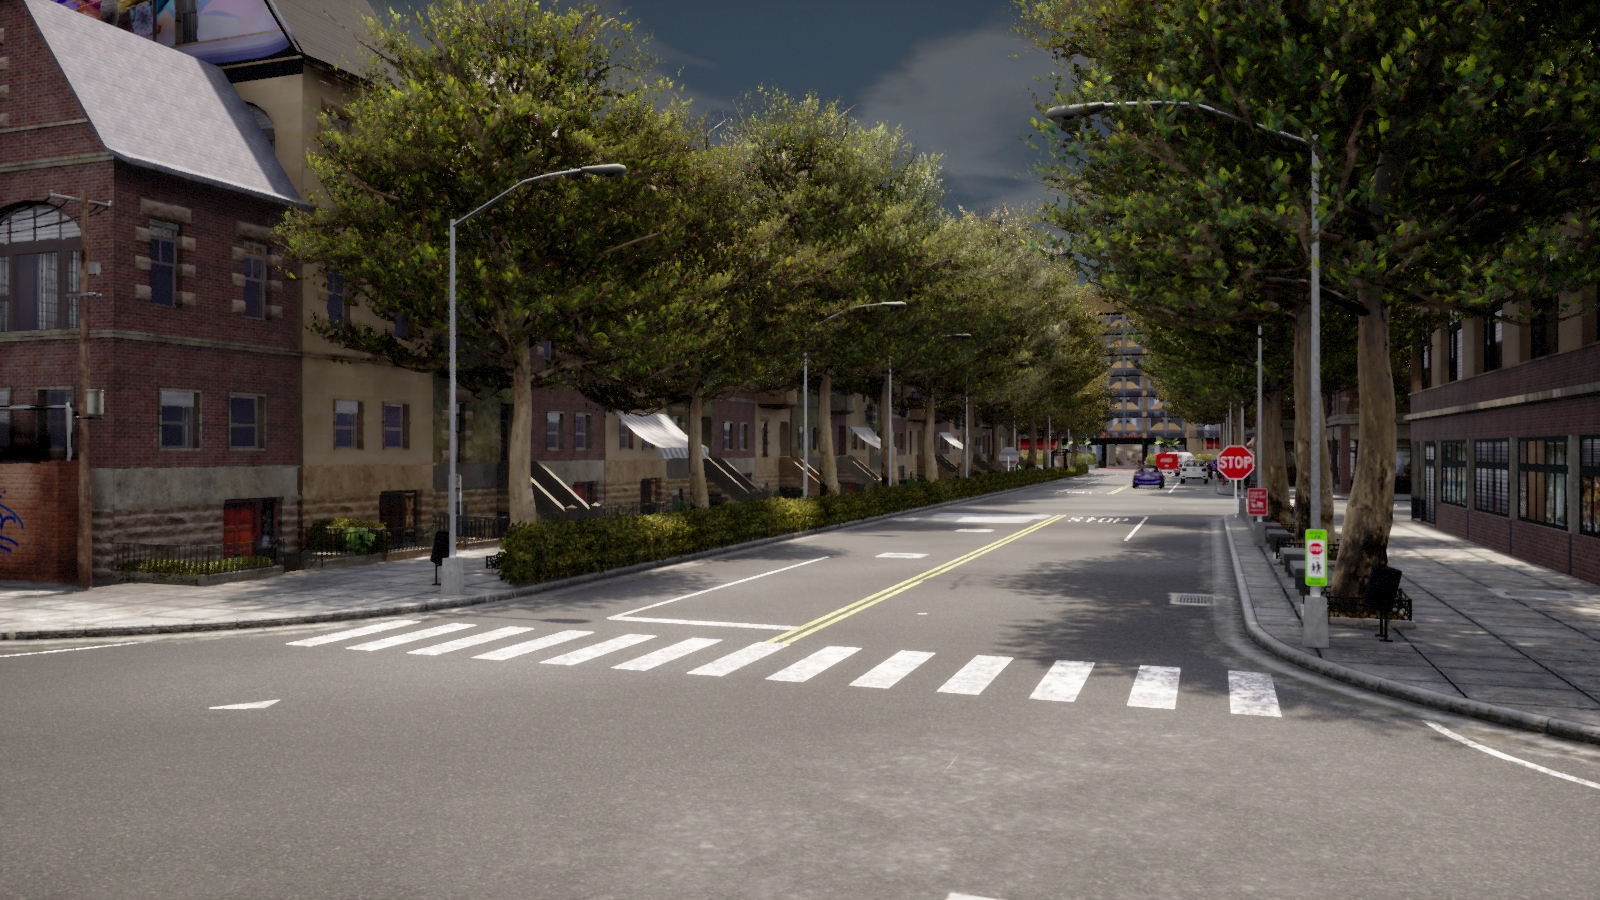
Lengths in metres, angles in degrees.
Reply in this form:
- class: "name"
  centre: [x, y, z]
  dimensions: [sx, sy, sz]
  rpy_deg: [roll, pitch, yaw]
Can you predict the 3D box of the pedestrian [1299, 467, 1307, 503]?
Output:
- class: "pedestrian"
  centre: [26.583, 1.848, 60.397]
  dimensions: [0.375, 1.860, 0.375]
  rpy_deg: [0, 0, 18]
